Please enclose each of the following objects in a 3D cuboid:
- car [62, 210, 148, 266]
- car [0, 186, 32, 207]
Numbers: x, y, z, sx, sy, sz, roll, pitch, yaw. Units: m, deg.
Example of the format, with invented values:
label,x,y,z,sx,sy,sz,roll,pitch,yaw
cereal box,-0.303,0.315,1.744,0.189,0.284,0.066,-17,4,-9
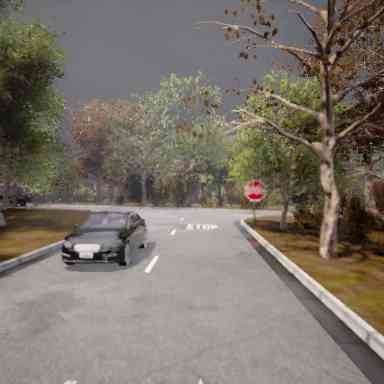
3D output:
label,x,y,z,sx,sy,sz,roll,pitch,yaw
car,-2.722,1.397,11.321,2.128,1.511,4.902,0,1,2
car,-19.607,0.425,34.597,5.566,2.045,2.150,1,0,1
